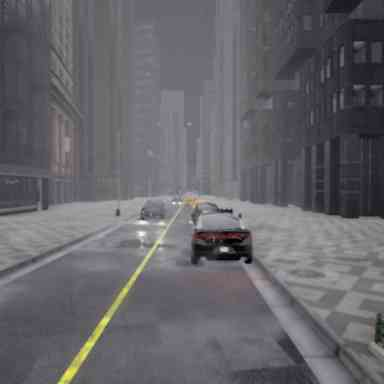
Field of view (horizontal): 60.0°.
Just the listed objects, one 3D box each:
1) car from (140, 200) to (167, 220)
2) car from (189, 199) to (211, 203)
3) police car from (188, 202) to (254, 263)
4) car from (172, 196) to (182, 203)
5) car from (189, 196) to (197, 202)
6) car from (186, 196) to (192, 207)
[{"bbox_3d":[-3.095,1.436,27.409,1.837,1.490,4.892,0,0,0],"label":"car"},{"bbox_3d":[0.902,1.446,21.773,1.837,1.490,4.892,0,0,0],"label":"car"},{"bbox_3d":[0.901,1.388,11.882,1.930,1.638,5.238,0,0,0],"label":"police car"},{"bbox_3d":[-3.000,1.457,67.703,1.994,1.385,4.181,0,0,0],"label":"car"},{"bbox_3d":[0.902,1.408,27.774,1.882,1.535,5.008,0,0,0],"label":"car"},{"bbox_3d":[0.020,1.374,49.446,1.882,1.535,5.008,0,0,0],"label":"car"}]
